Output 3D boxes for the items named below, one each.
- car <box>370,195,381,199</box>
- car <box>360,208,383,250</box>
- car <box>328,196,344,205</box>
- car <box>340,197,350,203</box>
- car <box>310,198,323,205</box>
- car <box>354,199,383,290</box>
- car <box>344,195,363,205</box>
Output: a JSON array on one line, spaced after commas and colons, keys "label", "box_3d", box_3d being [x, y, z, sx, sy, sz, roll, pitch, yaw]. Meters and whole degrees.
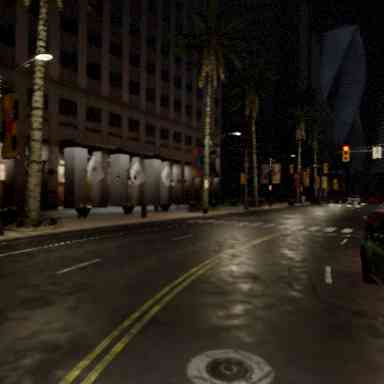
[{"label": "car", "box_3d": [45.185, 1.876, 81.882, 2.150, 2.045, 5.566, 1, 0, 31]}, {"label": "car", "box_3d": [9.112, 1.608, 15.529, 1.882, 1.535, 5.008, 1, 0, 31]}, {"label": "car", "box_3d": [31.622, 1.980, 73.014, 1.837, 1.490, 4.892, 1, 0, 31]}, {"label": "car", "box_3d": [39.919, 2.048, 86.735, 1.882, 1.535, 5.008, 1, 0, 31]}, {"label": "car", "box_3d": [26.650, 1.931, 70.962, 2.161, 1.482, 4.786, 1, 0, 31]}, {"label": "car", "box_3d": [4.879, 1.288, 6.559, 2.150, 2.045, 5.566, 1, 0, 18]}, {"label": "car", "box_3d": [34.626, 1.737, 71.214, 2.150, 2.045, 5.566, 1, 0, 31]}]
